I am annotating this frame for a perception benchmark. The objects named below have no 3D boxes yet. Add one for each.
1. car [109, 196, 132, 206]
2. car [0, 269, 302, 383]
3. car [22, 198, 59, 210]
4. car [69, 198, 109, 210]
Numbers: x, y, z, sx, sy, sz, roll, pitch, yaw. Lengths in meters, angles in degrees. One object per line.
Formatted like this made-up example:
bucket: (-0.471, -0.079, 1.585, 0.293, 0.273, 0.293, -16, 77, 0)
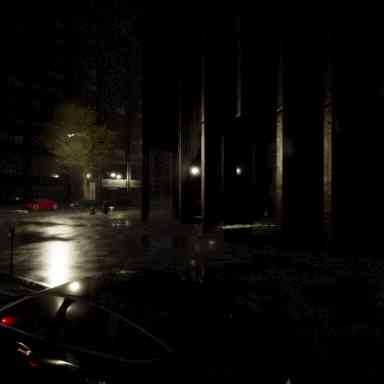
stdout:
car: (-11.376, 1.422, 51.588, 1.812, 1.442, 4.674, 0, 0, 35)
car: (-1.013, 1.566, 3.674, 4.313, 1.339, 1.947, 0, 0, 35)
car: (-18.740, 1.487, 41.189, 1.994, 1.385, 4.181, 0, 0, 34)
car: (-13.503, 1.455, 42.955, 1.812, 1.442, 4.674, 0, 0, 35)
